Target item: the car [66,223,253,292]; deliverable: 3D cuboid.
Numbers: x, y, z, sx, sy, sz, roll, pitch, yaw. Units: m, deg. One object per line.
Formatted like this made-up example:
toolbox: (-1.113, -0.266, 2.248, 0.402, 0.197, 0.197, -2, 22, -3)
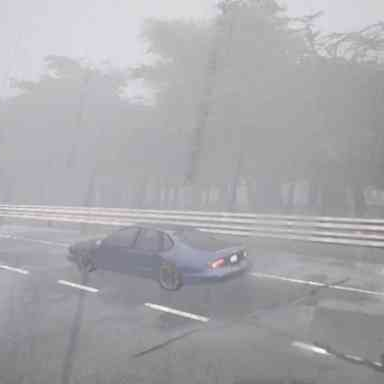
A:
car: (-1.102, 1.552, 8.955, 5.357, 1.411, 2.033, 0, 0, 36)
